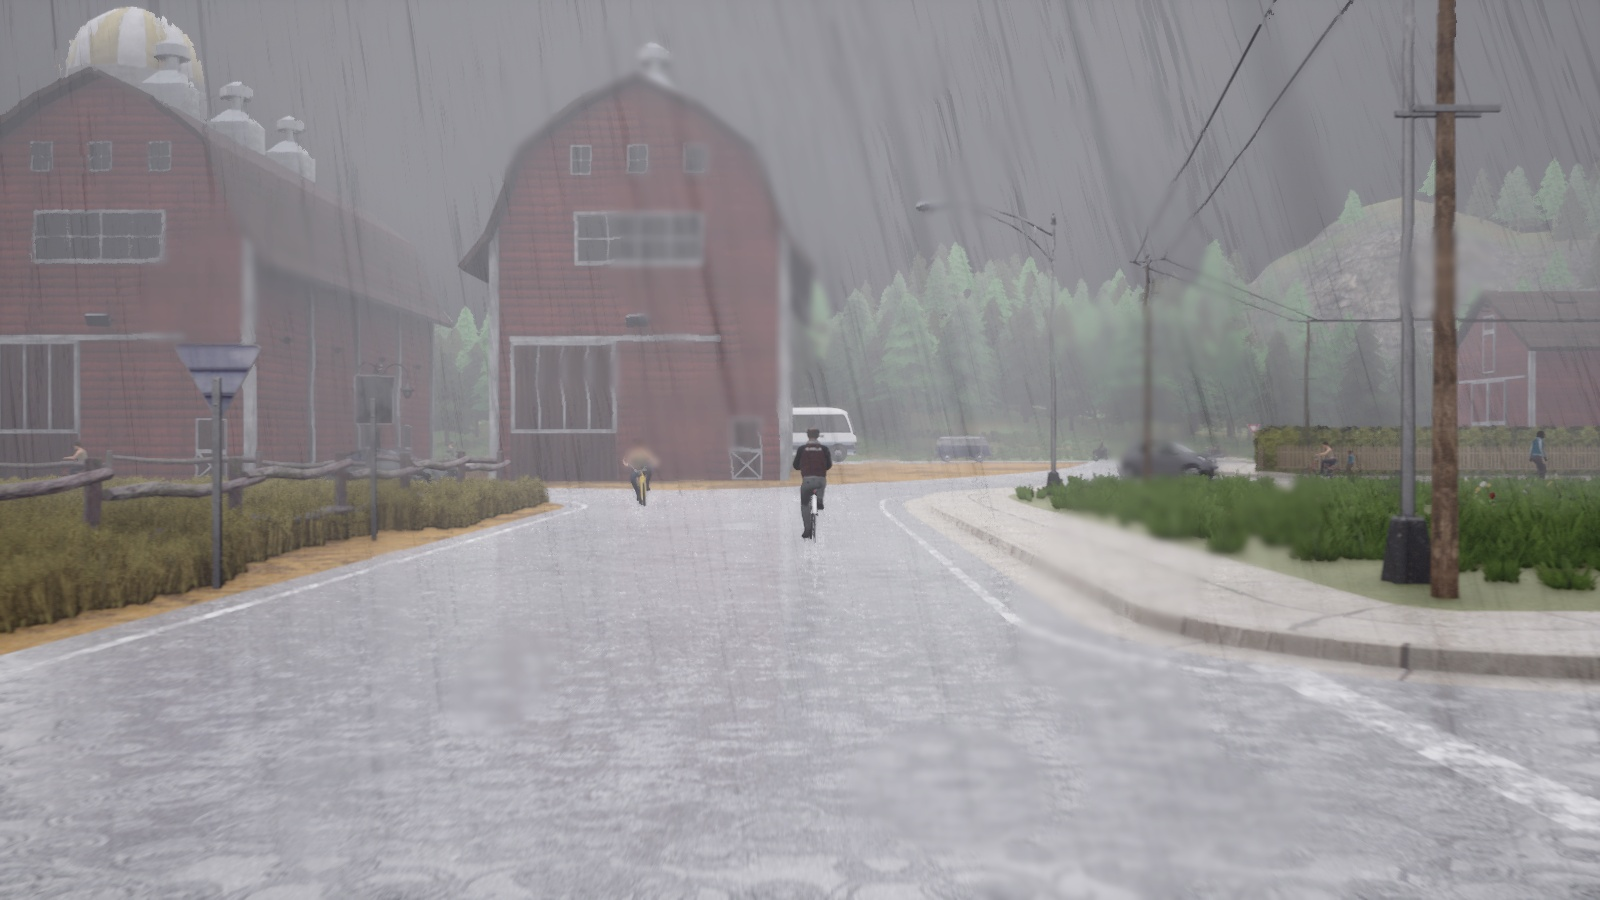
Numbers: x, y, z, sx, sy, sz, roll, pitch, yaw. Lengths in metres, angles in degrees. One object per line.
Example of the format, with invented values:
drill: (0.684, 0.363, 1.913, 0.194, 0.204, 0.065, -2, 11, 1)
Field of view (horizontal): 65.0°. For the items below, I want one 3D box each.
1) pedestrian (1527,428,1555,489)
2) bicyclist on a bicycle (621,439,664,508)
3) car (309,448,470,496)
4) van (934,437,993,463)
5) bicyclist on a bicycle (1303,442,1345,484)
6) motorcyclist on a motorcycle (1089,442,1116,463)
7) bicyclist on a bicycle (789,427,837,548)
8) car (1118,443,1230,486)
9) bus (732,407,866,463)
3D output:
pedestrian: (23.480, 0.259, 39.798, 0.692, 1.930, 0.396, 0, 0, 11)
bicyclist on a bicycle: (-3.828, 0.553, 30.483, 0.866, 1.612, 1.509, -2, 1, -12)
car: (-12.308, 0.646, 37.814, 4.181, 1.385, 1.994, 0, 0, 2)
van: (12.753, -0.030, 98.220, 4.442, 1.987, 1.775, 0, 0, 1)
bicyclist on a bicycle: (20.697, 0.497, 49.588, 1.509, 1.612, 0.866, 0, 0, 22)
motorcyclist on a motorcycle: (22.402, 0.175, 93.000, 0.797, 1.523, 2.044, 0, -1, -24)
bicyclist on a bicycle: (0.188, 0.539, 19.352, 0.659, 1.776, 1.843, 0, 0, -2)
car: (14.139, 0.512, 47.526, 3.633, 1.501, 1.845, 1, 1, 37)
bus: (-0.021, -1.170, 98.344, 10.273, 4.253, 3.944, 0, 0, 1)
